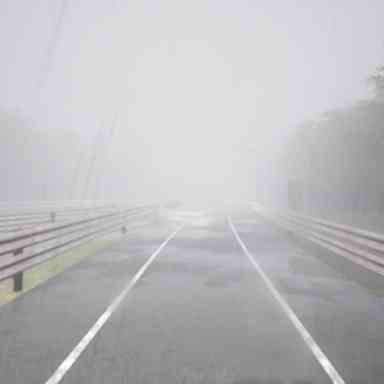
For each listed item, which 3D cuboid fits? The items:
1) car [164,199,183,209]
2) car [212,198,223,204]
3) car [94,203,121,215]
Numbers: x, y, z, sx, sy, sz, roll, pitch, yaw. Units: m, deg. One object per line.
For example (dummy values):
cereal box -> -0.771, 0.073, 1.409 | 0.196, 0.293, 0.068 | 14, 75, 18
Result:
car -> -2.926, 1.864, 51.782 | 1.812, 1.442, 4.674 | -1, -1, 18
car -> 6.046, 2.106, 79.484 | 2.128, 1.511, 4.902 | 0, 0, 18
car -> -8.445, 1.819, 34.657 | 1.812, 1.442, 4.674 | 0, 0, 18
